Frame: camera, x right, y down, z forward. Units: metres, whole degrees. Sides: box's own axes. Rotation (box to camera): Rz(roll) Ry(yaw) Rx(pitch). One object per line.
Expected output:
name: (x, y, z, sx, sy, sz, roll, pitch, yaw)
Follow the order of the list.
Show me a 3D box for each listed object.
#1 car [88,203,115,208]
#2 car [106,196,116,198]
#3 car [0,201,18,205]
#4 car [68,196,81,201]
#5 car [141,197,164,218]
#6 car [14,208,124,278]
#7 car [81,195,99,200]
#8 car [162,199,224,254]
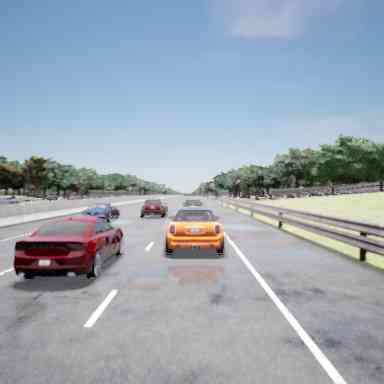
car: (-6.898, 1.553, 25.606, 2.033, 1.411, 5.357, 0, 0, 0)
car: (-17.495, 1.571, 72.083, 1.812, 1.442, 4.674, 0, 0, 0)
car: (-17.592, 1.534, 31.029, 1.812, 1.442, 4.674, 0, 0, 0)
car: (-24.496, 1.538, 70.278, 1.882, 1.535, 5.008, 0, 0, 0)
car: (-3.398, 1.360, 30.797, 2.097, 1.767, 4.553, 0, 0, 0)
car: (-3.399, 1.479, 10.137, 1.882, 1.535, 5.008, 0, 0, 0)
car: (-20.996, 1.421, 69.892, 2.097, 1.767, 4.553, 0, 0, 0)
car: (0.101, 1.355, 13.606, 2.097, 1.767, 4.553, 0, 0, 0)
